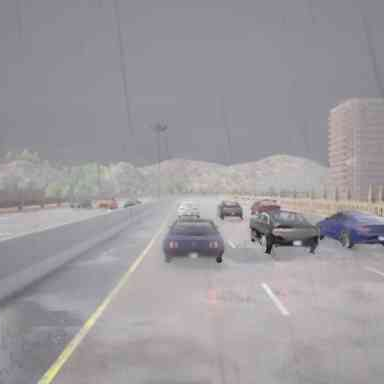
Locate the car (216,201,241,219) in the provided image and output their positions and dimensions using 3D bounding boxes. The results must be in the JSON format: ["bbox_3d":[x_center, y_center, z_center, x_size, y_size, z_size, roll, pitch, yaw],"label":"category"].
[{"bbox_3d":[3.208,1.526,28.943,2.128,1.511,4.902,0,0,-1],"label":"car"}]

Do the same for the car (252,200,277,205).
[{"bbox_3d":[6.667,1.514,30.576,1.882,1.535,5.008,0,0,-1],"label":"car"}]

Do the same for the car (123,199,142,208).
[{"bbox_3d":[-7.921,1.617,44.787,1.994,1.385,4.181,0,0,-1],"label":"car"}]

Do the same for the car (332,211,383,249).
[{"bbox_3d":[7.023,1.543,14.577,1.812,1.442,4.674,0,0,-1],"label":"car"}]

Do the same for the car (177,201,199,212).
[{"bbox_3d":[-0.323,1.561,29.852,1.812,1.442,4.674,0,0,-2],"label":"car"}]

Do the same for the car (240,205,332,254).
[{"bbox_3d":[3.533,1.507,13.602,2.128,1.511,4.902,0,0,0],"label":"car"}]

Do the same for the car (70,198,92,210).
[{"bbox_3d":[-14.928,1.545,44.991,2.128,1.511,4.902,0,0,-1],"label":"car"}]

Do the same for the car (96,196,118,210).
[{"bbox_3d":[-11.422,1.403,44.801,2.097,1.767,4.553,0,0,-1],"label":"car"}]

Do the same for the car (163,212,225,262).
[{"bbox_3d":[0.048,1.615,12.166,1.895,1.301,4.718,0,0,0],"label":"car"}]
